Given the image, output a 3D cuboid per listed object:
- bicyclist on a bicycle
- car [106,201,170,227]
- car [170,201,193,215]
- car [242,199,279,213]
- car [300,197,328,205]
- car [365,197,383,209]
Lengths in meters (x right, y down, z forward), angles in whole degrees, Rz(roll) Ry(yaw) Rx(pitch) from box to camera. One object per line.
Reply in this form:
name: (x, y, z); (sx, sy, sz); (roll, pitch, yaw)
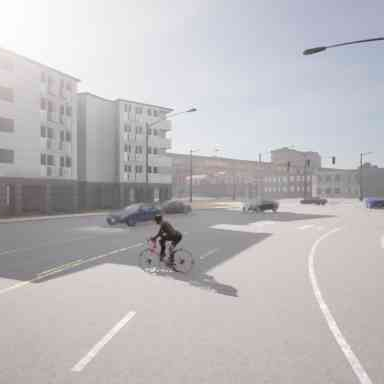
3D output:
bicyclist on a bicycle: (-0.748, 1.455, 9.188); (1.656, 1.620, 0.582); (-2, -1, 17)
car: (-3.793, 1.526, 22.955); (1.812, 1.442, 4.674); (0, 0, 31)
car: (-2.195, 1.548, 31.425); (2.033, 1.411, 5.357); (0, 0, 40)
car: (7.578, 1.504, 36.479); (4.902, 1.511, 2.128); (0, 0, -40)
car: (21.146, 1.526, 57.851); (1.812, 1.442, 4.674); (0, 0, -41)
car: (24.773, 1.457, 44.889); (1.882, 1.535, 5.008); (0, 0, 19)
